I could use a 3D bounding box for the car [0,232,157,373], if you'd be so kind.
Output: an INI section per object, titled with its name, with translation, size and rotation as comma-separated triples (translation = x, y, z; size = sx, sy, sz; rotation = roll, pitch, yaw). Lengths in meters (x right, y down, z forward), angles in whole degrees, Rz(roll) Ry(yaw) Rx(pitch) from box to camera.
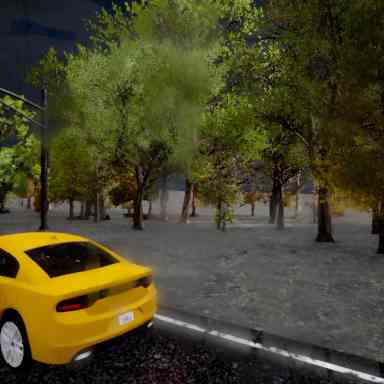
[car]
translation = -2.864, 1.444, 5.726
size = 5.008, 1.535, 1.882
rotation = 1, 0, 35
